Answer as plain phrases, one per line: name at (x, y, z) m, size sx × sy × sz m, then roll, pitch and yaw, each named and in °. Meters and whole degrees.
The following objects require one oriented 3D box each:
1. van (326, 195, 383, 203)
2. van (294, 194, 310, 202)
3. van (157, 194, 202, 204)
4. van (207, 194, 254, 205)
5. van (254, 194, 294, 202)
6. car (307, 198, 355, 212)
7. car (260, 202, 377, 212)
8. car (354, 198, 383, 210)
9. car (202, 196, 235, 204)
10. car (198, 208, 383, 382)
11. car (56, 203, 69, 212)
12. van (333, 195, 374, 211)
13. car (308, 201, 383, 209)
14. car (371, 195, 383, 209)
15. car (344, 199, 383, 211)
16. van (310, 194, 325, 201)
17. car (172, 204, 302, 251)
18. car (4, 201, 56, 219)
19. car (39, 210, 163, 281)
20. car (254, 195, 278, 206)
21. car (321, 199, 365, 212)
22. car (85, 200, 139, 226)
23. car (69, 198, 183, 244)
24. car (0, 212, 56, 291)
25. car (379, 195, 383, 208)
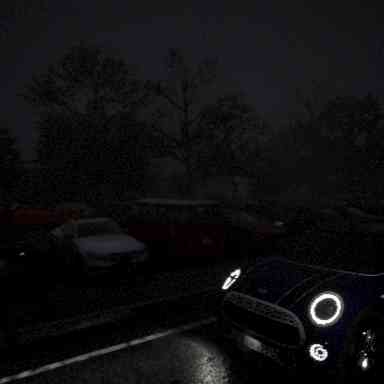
van at (10.640, 1.178, 19.686) m, size 1.878 × 1.987 × 4.442 m, roll 0°, pitch 0°, yaw -35°
van at (9.805, 1.206, 35.435) m, size 1.878 × 1.987 × 4.442 m, roll 1°, pitch 0°, yaw -35°
van at (-1.463, 1.199, 27.410) m, size 1.878 × 1.987 × 4.442 m, roll 0°, pitch 0°, yaw -35°
van at (3.184, 1.177, 30.433) m, size 1.878 × 1.987 × 4.442 m, roll 0°, pitch 0°, yaw -35°
van at (7.576, 1.170, 33.562) m, size 1.878 × 1.987 × 4.442 m, roll 0°, pitch 0°, yaw -35°
car at (16.642, 1.532, 40.155) m, size 2.097 × 1.535 × 5.008 m, roll 1°, pitch 0°, yaw -35°
car at (6.067, 1.456, 16.535) m, size 2.163 × 1.488 × 4.792 m, roll 0°, pitch 0°, yaw -35°
car at (25.667, 1.666, 46.583) m, size 2.097 × 1.535 × 5.008 m, roll 1°, pitch 0°, yaw -35°
car at (0.970, 1.410, 28.773) m, size 1.946 × 1.575 × 5.366 m, roll 0°, pitch 0°, yaw -35°
car at (2.598, 1.328, 5.537) m, size 4.553 × 1.767 × 2.097 m, roll 0°, pitch 0°, yaw -35°
car at (-8.263, 1.458, 22.417) m, size 2.097 × 1.535 × 5.008 m, roll 0°, pitch 0°, yaw -35°
van at (20.984, 1.372, 43.398) m, size 1.878 × 1.987 × 4.442 m, roll 1°, pitch 0°, yaw -35°
car at (8.311, 1.455, 18.173) m, size 2.002 × 1.452 × 4.674 m, roll 0°, pitch 0°, yaw -35°
car at (30.195, 1.482, 49.782) m, size 2.435 × 2.045 × 5.566 m, roll 1°, pitch 0°, yaw -35°
car at (23.304, 1.671, 44.911) m, size 2.002 × 1.452 × 4.674 m, roll 1°, pitch 0°, yaw -35°
van at (11.959, 1.238, 36.970) m, size 1.878 × 1.987 × 4.442 m, roll 1°, pitch 0°, yaw -35°
car at (1.526, 1.448, 13.344) m, size 2.097 × 1.535 × 5.008 m, roll 0°, pitch 0°, yaw -35°
car at (-10.403, 1.343, 20.860) m, size 2.185 × 1.767 × 4.553 m, roll 0°, pitch 0°, yaw -35°
car at (-2.995, 1.510, 10.120) m, size 2.002 × 1.452 × 4.674 m, roll 0°, pitch 0°, yaw -35°
car at (5.370, 1.391, 32.140) m, size 2.097 × 1.535 × 5.008 m, roll 0°, pitch 0°, yaw -35°
car at (18.896, 1.606, 41.765) m, size 2.002 × 1.452 × 4.674 m, roll 1°, pitch 0°, yaw -35°
car at (-5.905, 1.446, 24.097) m, size 2.097 × 1.535 × 5.008 m, roll 0°, pitch 0°, yaw -35°
car at (-3.024, 1.328, 15.548) m, size 4.553 × 1.767 × 2.097 m, roll 0°, pitch 0°, yaw -35°
car at (-5.272, 1.511, 8.532) m, size 2.163 × 1.488 × 4.792 m, roll 0°, pitch 0°, yaw -35°
car at (32.452, 1.515, 51.388) m, size 2.435 × 2.045 × 5.566 m, roll 1°, pitch 0°, yaw -35°
